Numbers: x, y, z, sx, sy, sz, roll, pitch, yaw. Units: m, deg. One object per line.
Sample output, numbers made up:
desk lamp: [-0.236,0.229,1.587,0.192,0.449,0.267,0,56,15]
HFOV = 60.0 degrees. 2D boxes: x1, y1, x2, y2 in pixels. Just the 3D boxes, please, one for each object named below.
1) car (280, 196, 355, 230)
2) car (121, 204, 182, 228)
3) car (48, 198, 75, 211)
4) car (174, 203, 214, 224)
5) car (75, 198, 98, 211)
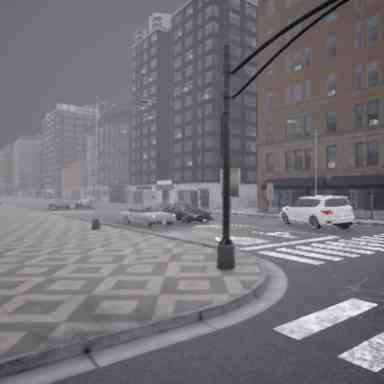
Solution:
car: [7.730,1.273,21.085,2.150,2.045,5.566,-3,0,-14]
car: [-2.959,1.567,22.214,1.895,1.301,4.718,0,0,-36]
car: [-16.296,1.523,40.768,1.837,1.490,4.892,0,-1,-35]
car: [-0.688,1.533,24.620,2.033,1.411,5.357,0,0,-36]
car: [-13.587,1.560,42.565,1.812,1.442,4.674,0,0,-35]
